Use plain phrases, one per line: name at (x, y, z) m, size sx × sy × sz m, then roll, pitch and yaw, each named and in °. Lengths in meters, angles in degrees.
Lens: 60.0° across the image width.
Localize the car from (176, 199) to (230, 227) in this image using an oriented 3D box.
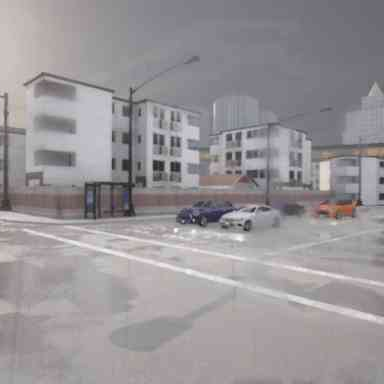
car at (1.072, 1.291, 22.573) m, size 4.553 × 1.767 × 2.097 m, roll 0°, pitch 0°, yaw -43°

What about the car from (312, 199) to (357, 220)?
car at (11.933, 1.356, 27.862) m, size 4.553 × 1.767 × 2.097 m, roll 0°, pitch 0°, yaw -42°

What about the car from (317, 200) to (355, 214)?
car at (15.572, 1.613, 35.839) m, size 4.718 × 1.301 × 1.895 m, roll 0°, pitch 0°, yaw -40°

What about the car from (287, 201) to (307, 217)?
car at (7.979, 1.521, 29.047) m, size 5.357 × 1.411 × 2.033 m, roll 0°, pitch 0°, yaw -43°

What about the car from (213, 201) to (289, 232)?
car at (3.665, 1.488, 20.221) m, size 4.674 × 1.442 × 1.812 m, roll 0°, pitch 0°, yaw -43°
